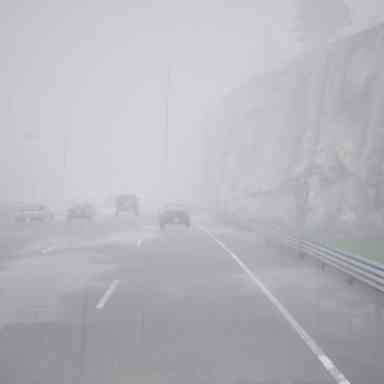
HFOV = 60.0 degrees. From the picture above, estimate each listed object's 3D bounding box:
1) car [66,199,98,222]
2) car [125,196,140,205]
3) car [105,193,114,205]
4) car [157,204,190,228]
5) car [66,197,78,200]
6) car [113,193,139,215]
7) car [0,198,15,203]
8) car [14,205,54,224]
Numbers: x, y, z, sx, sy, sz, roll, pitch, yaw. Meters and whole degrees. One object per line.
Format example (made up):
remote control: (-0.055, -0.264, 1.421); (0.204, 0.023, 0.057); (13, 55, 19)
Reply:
car: (-8.856, 1.592, 26.936); (2.033, 1.411, 5.357); (-1, 0, -11)
car: (-10.862, 1.454, 60.702); (1.882, 1.535, 5.008); (-1, 0, -18)
car: (-14.933, 1.248, 62.007); (2.150, 2.045, 5.566); (-1, 0, -19)
car: (-1.248, 1.480, 21.818); (1.812, 1.442, 4.674); (0, 0, -8)
car: (-22.341, 1.609, 61.900); (1.882, 1.535, 5.008); (-1, 0, -18)
car: (-6.650, 1.216, 33.846); (2.150, 2.045, 5.566); (0, 0, -13)
car: (-32.438, 1.765, 58.555); (1.994, 1.385, 4.181); (-1, 0, -18)
car: (-12.368, 1.696, 26.414); (1.895, 1.301, 4.718); (-1, 0, -10)
